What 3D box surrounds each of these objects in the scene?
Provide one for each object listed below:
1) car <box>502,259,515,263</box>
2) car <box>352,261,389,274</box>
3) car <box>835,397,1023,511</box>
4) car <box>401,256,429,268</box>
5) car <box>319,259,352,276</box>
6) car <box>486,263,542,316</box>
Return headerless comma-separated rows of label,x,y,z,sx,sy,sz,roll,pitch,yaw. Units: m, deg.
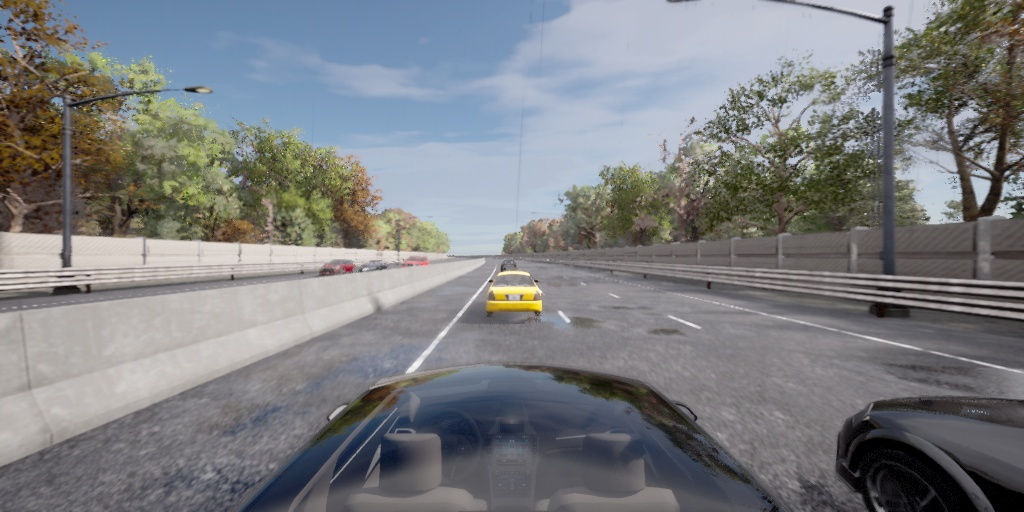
car,-0.429,1.196,44.285,2.033,1.649,4.856,0,0,-1
car,-14.478,1.253,37.820,2.128,1.511,4.902,0,0,-1
car,3.592,1.313,1.121,1.994,1.385,4.181,0,0,0
car,-11.052,0.985,41.491,2.150,2.045,5.566,0,0,-1
car,-17.966,1.112,37.135,2.097,1.767,4.553,0,0,-1
car,0.052,1.211,13.238,1.801,1.575,5.366,0,0,0
